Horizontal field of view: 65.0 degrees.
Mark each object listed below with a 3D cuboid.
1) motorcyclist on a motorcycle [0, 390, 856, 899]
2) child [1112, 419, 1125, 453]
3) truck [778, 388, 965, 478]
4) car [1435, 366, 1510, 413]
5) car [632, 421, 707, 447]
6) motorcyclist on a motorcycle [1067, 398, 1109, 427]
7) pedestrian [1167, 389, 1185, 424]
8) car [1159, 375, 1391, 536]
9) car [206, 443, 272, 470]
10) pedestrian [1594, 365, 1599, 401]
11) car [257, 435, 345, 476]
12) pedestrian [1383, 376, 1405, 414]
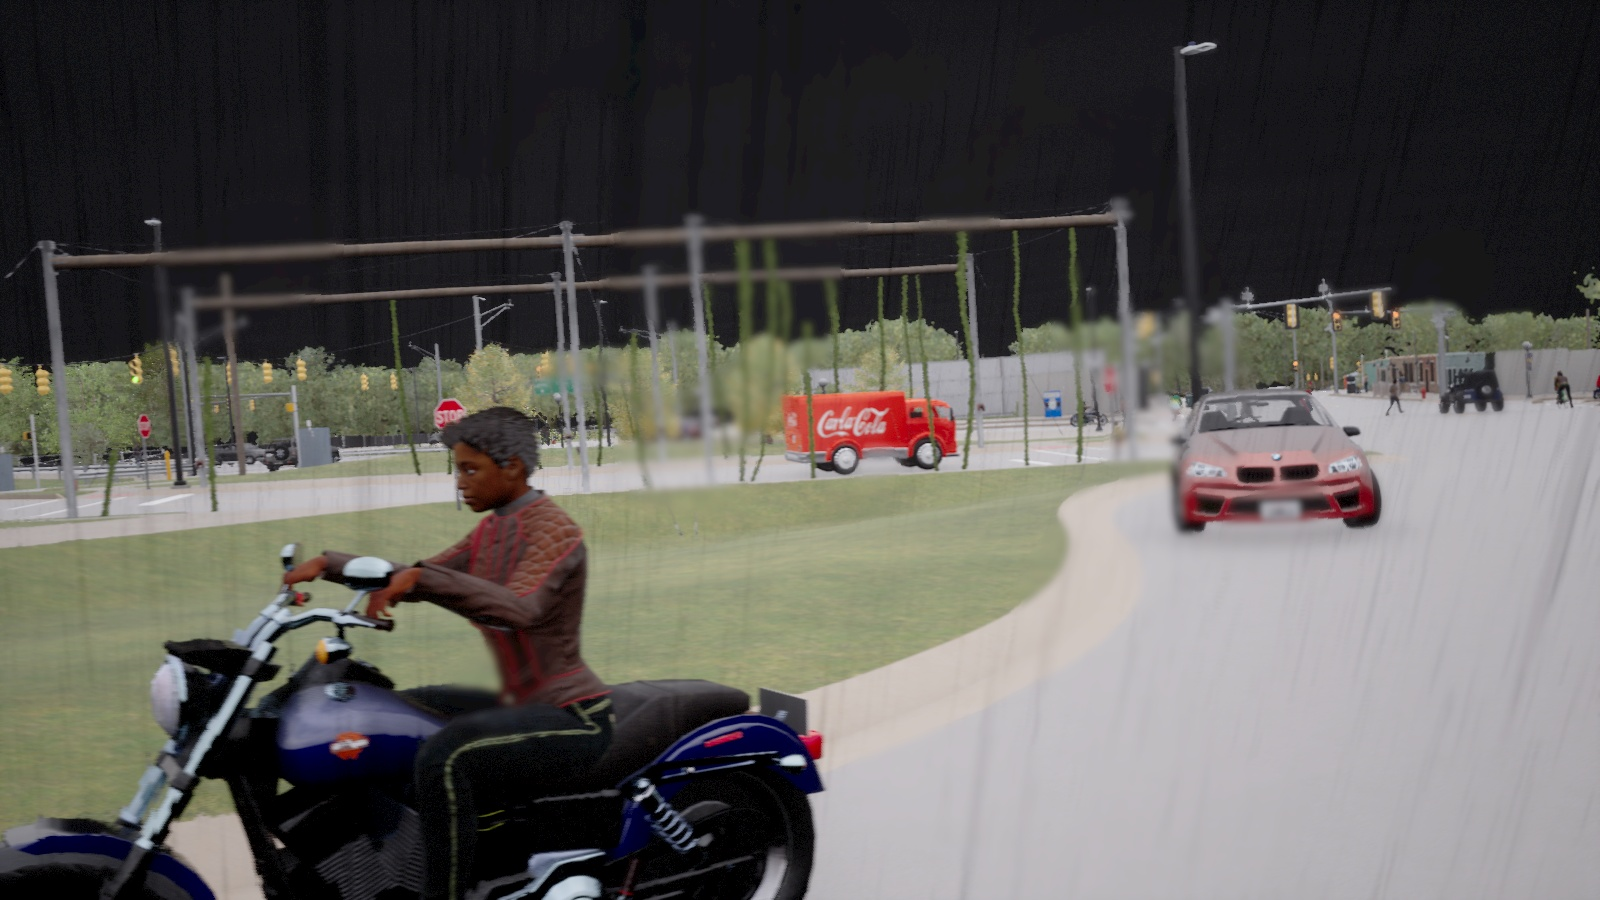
[{"bbox_3d":[-1.038,0.709,2.961,2.350,1.649,0.766,-1,0,-36],"label":"motorcyclist on a motorcycle"},{"bbox_3d":[10.804,-0.480,42.585,0.255,1.110,0.394,-4,3,-3],"label":"child"},{"bbox_3d":[2.185,-0.571,39.120,5.204,2.467,2.627,-3,2,-13],"label":"truck"},{"bbox_3d":[30.211,-2.688,56.503,1.905,1.878,3.866,-3,1,12],"label":"car"},{"bbox_3d":[-9.150,-1.153,88.355,4.792,1.488,2.163,-3,2,10],"label":"car"},{"bbox_3d":[17.479,-2.249,76.177,2.350,1.649,0.766,-2,2,8],"label":"motorcyclist on a motorcycle"},{"bbox_3d":[21.926,-2.526,73.198,0.659,1.952,0.873,-2,3,39],"label":"pedestrian"},{"bbox_3d":[5.873,-0.026,16.139,2.242,1.667,4.611,-3,2,15],"label":"car"},{"bbox_3d":[-38.816,0.471,86.897,3.705,1.549,1.789,-3,2,11],"label":"car"},{"bbox_3d":[41.262,-3.452,64.507,0.634,1.844,0.899,-3,3,28],"label":"pedestrian"},{"bbox_3d":[-26.120,0.274,65.947,1.932,1.855,4.605,-3,1,13],"label":"car"},{"bbox_3d":[28.767,-2.664,60.797,0.869,1.805,0.328,-5,3,-14],"label":"pedestrian"}]
